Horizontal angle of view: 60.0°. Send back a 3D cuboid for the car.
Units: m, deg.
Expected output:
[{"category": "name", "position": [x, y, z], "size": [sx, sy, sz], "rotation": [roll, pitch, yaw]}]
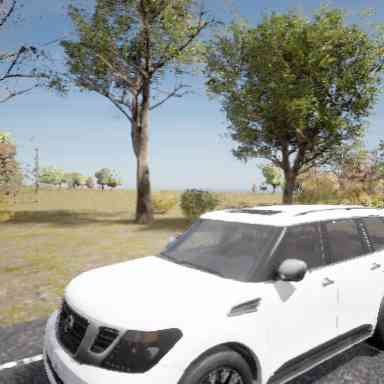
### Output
[{"category": "car", "position": [1.009, 1.235, 4.661], "size": [5.566, 2.045, 2.150], "rotation": [0, 0, -36]}]
